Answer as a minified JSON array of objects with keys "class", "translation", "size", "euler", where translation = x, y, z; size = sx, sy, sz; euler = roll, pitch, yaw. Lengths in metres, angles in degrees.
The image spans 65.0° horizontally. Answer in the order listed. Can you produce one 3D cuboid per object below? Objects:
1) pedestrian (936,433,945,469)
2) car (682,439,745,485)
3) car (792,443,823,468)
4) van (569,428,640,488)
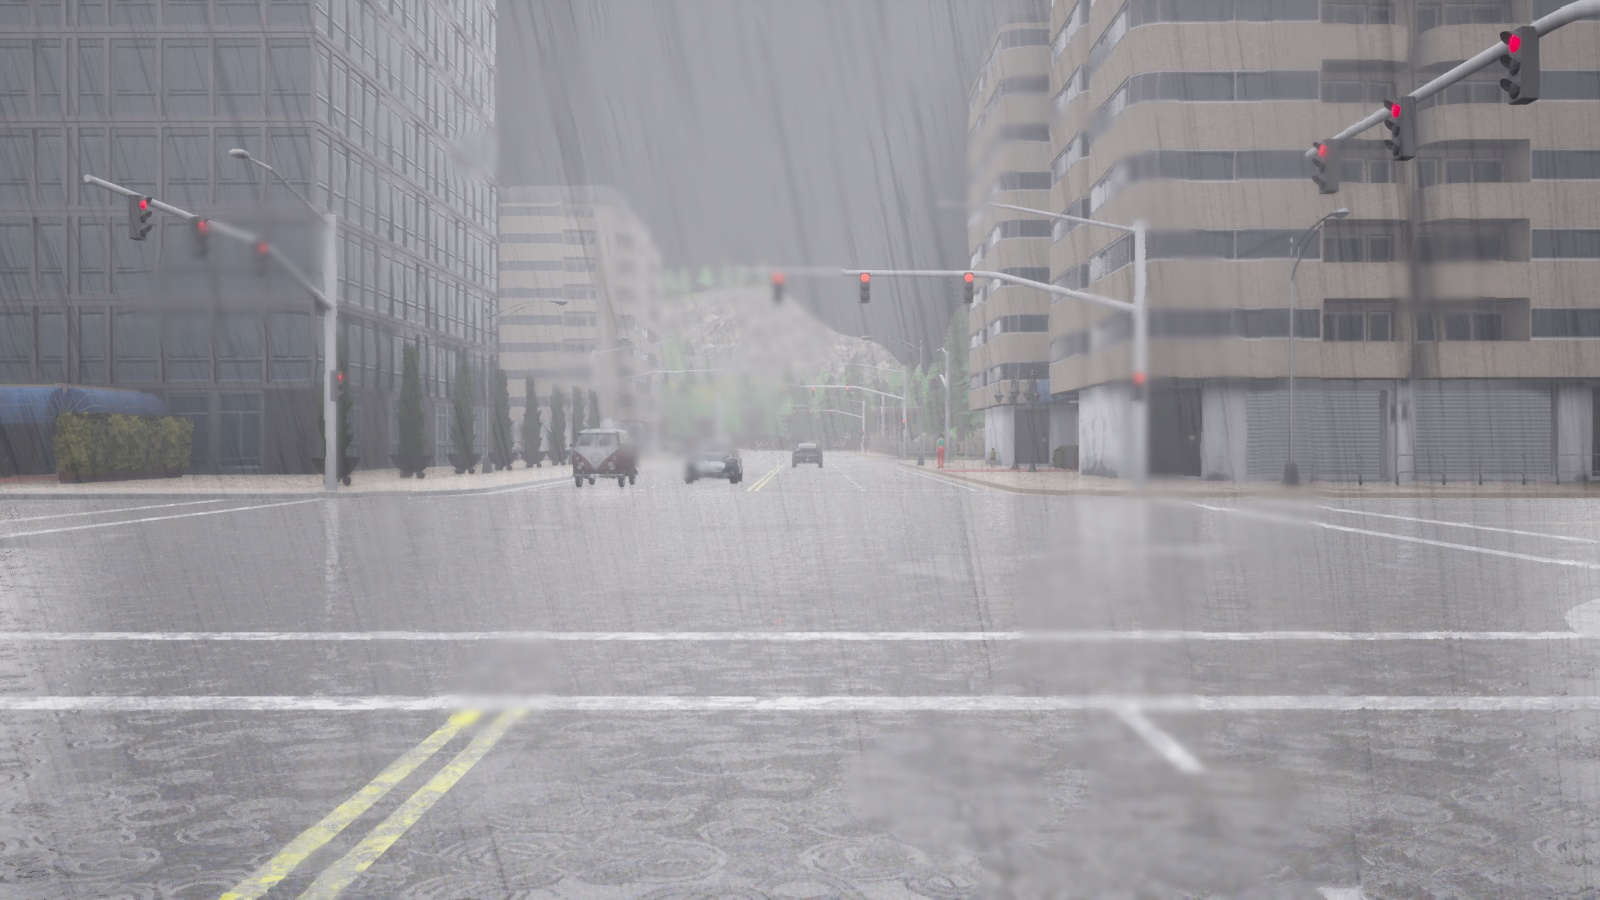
[{"class":"pedestrian","translation":[7.265,0.038,64.784],"size":[0.345,1.836,0.594],"euler":[0,0,-4]},{"class":"car","translation":[-3.212,0.405,47.640],"size":[2.033,1.649,4.856],"euler":[0,0,0]},{"class":"car","translation":[0.453,0.319,76.675],"size":[1.837,1.490,4.892],"euler":[0,0,0]},{"class":"van","translation":[-6.735,0.247,43.655],"size":[1.775,1.987,4.442],"euler":[0,0,0]}]
